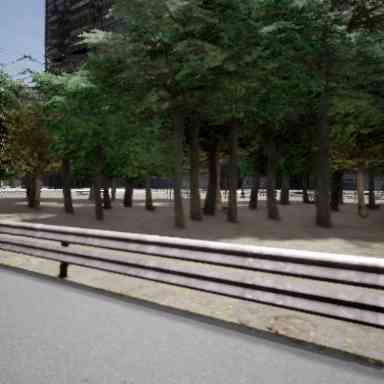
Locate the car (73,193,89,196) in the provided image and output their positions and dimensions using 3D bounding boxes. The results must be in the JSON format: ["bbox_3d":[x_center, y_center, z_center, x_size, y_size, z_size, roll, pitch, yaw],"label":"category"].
[{"bbox_3d":[-19.434,-0.042,61.279,4.674,1.442,1.812,0,1,0],"label":"car"}]
